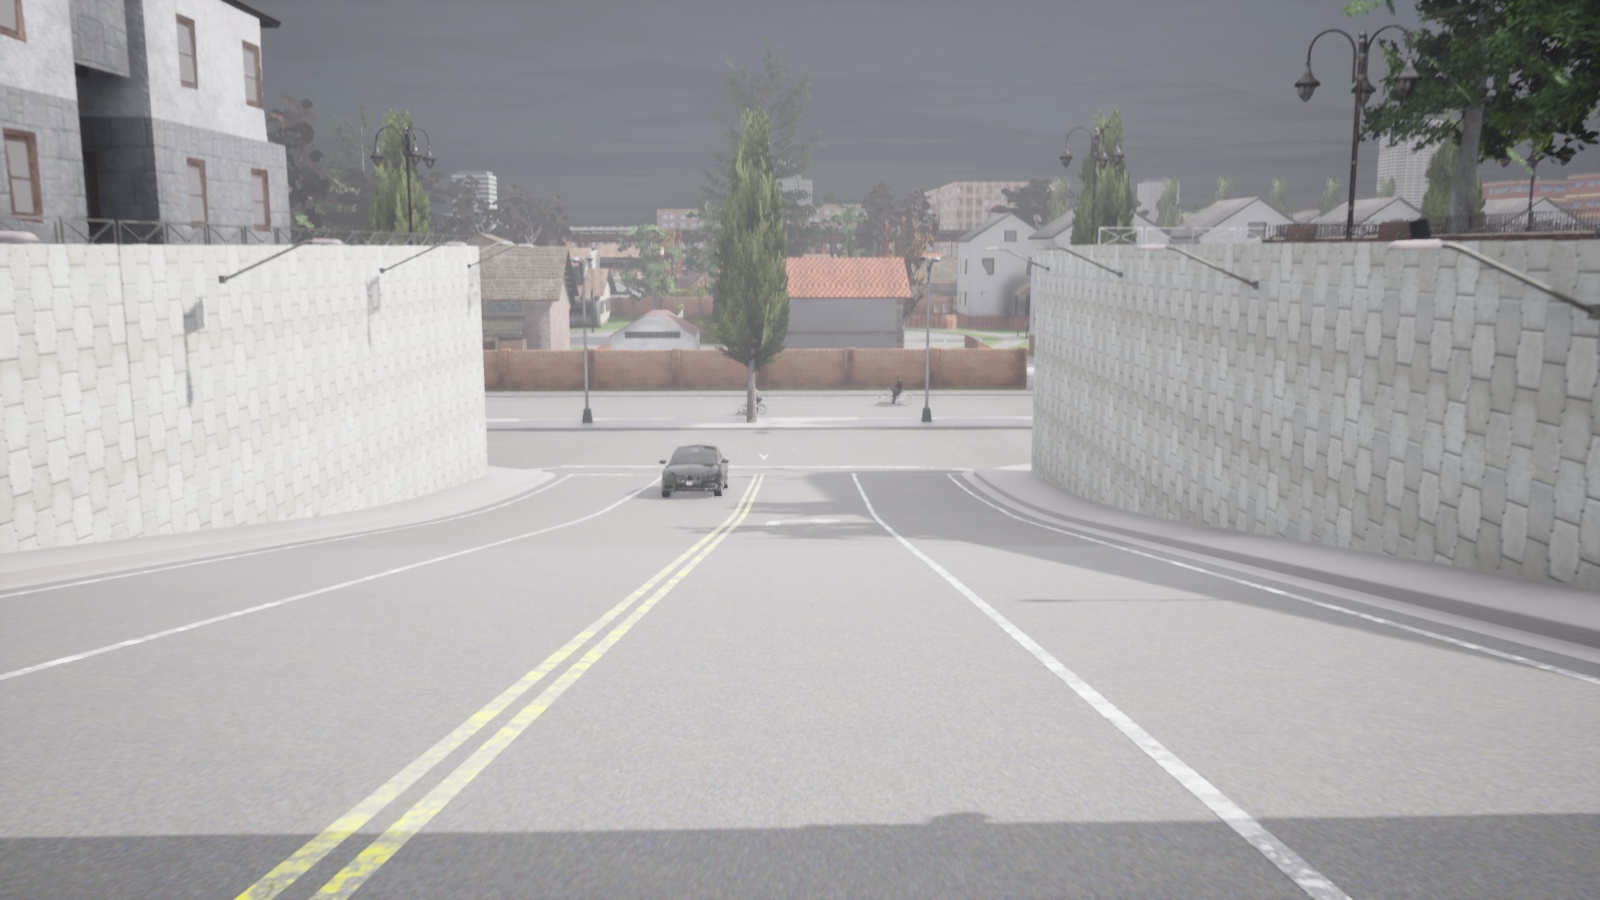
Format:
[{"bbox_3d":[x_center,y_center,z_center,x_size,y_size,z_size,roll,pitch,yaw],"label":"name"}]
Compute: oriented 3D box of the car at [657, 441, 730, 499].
[{"bbox_3d":[-3.297,0.577,39.691,1.837,1.490,4.892,-1,3,0],"label":"car"}]
